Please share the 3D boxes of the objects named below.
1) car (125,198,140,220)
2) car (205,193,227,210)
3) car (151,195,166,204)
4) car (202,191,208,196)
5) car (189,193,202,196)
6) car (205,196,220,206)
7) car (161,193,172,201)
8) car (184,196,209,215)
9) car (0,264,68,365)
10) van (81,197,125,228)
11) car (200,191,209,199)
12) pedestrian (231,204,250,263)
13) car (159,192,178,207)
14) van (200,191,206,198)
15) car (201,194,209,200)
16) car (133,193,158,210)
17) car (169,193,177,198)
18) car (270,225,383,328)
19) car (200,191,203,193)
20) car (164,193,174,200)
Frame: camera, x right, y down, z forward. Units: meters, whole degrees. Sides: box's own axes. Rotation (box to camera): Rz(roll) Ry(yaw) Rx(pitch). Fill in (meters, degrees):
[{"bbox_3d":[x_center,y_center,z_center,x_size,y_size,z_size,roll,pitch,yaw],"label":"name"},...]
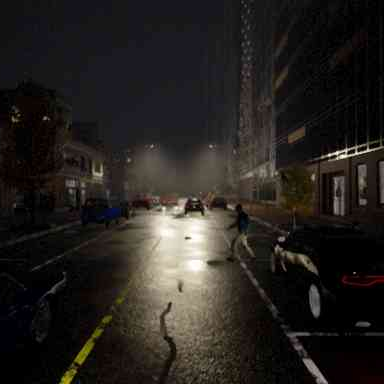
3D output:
[{"bbox_3d":[-5.571,1.403,26.394,1.802,1.307,4.206,1,0,0],"label":"car"},{"bbox_3d":[2.857,1.187,37.590,1.967,1.590,4.097,1,0,0],"label":"car"},{"bbox_3d":[-5.454,1.178,54.612,1.887,1.381,4.507,1,0,0],"label":"car"},{"bbox_3d":[2.882,1.024,43.233,2.192,1.841,5.009,1,0,0],"label":"car"},{"bbox_3d":[0.244,1.195,45.705,1.837,1.490,4.892,0,0,1],"label":"car"},{"bbox_3d":[2.902,1.237,48.878,1.947,1.339,4.313,1,0,0],"label":"car"},{"bbox_3d":[-5.383,0.962,71.543,1.967,1.590,4.097,1,0,0],"label":"car"},{"bbox_3d":[0.210,1.336,31.234,2.033,1.411,5.357,0,0,0],"label":"car"},{"bbox_3d":[-3.088,1.576,3.526,1.895,1.301,4.718,0,0,0],"label":"car"},{"bbox_3d":[-5.590,1.200,20.748,1.690,1.788,3.998,1,0,0],"label":"van"},{"bbox_3d":[3.054,0.765,82.740,2.192,1.841,5.009,1,0,0],"label":"car"},{"bbox_3d":[1.473,1.225,10.126,0.375,1.860,0.375,1,-1,0],"label":"pedestrian"},{"bbox_3d":[-2.907,1.173,45.172,1.882,1.535,5.008,0,0,0],"label":"car"},{"bbox_3d":[3.062,0.717,94.028,1.690,1.788,3.998,1,0,0],"label":"van"},{"bbox_3d":[3.022,1.068,77.098,1.802,1.307,4.206,1,0,0],"label":"car"},{"bbox_3d":[-5.520,1.061,37.679,2.192,1.841,5.009,1,0,0],"label":"car"},{"bbox_3d":[-5.292,0.941,94.119,1.947,1.339,4.313,1,0,0],"label":"car"},{"bbox_3d":[3.030,1.429,7.102,1.882,1.535,5.008,0,0,0],"label":"car"},{"bbox_3d":[2.995,1.089,71.454,1.947,1.339,4.313,1,0,0],"label":"car"},{"bbox_3d":[-5.362,1.051,77.188,1.947,1.339,4.313,1,0,0],"label":"car"}]
